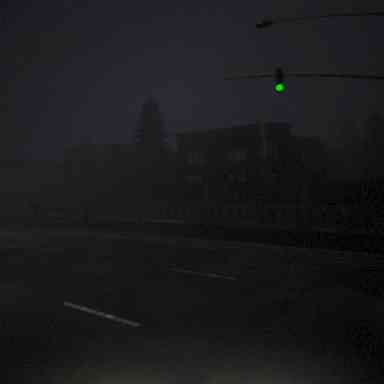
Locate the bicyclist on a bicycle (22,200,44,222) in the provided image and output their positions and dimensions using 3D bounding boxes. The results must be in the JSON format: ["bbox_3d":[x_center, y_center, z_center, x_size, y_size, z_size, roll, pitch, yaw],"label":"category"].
[{"bbox_3d":[-11.665,1.389,24.398,0.582,1.620,1.656,-1,0,35],"label":"bicyclist on a bicycle"}]
